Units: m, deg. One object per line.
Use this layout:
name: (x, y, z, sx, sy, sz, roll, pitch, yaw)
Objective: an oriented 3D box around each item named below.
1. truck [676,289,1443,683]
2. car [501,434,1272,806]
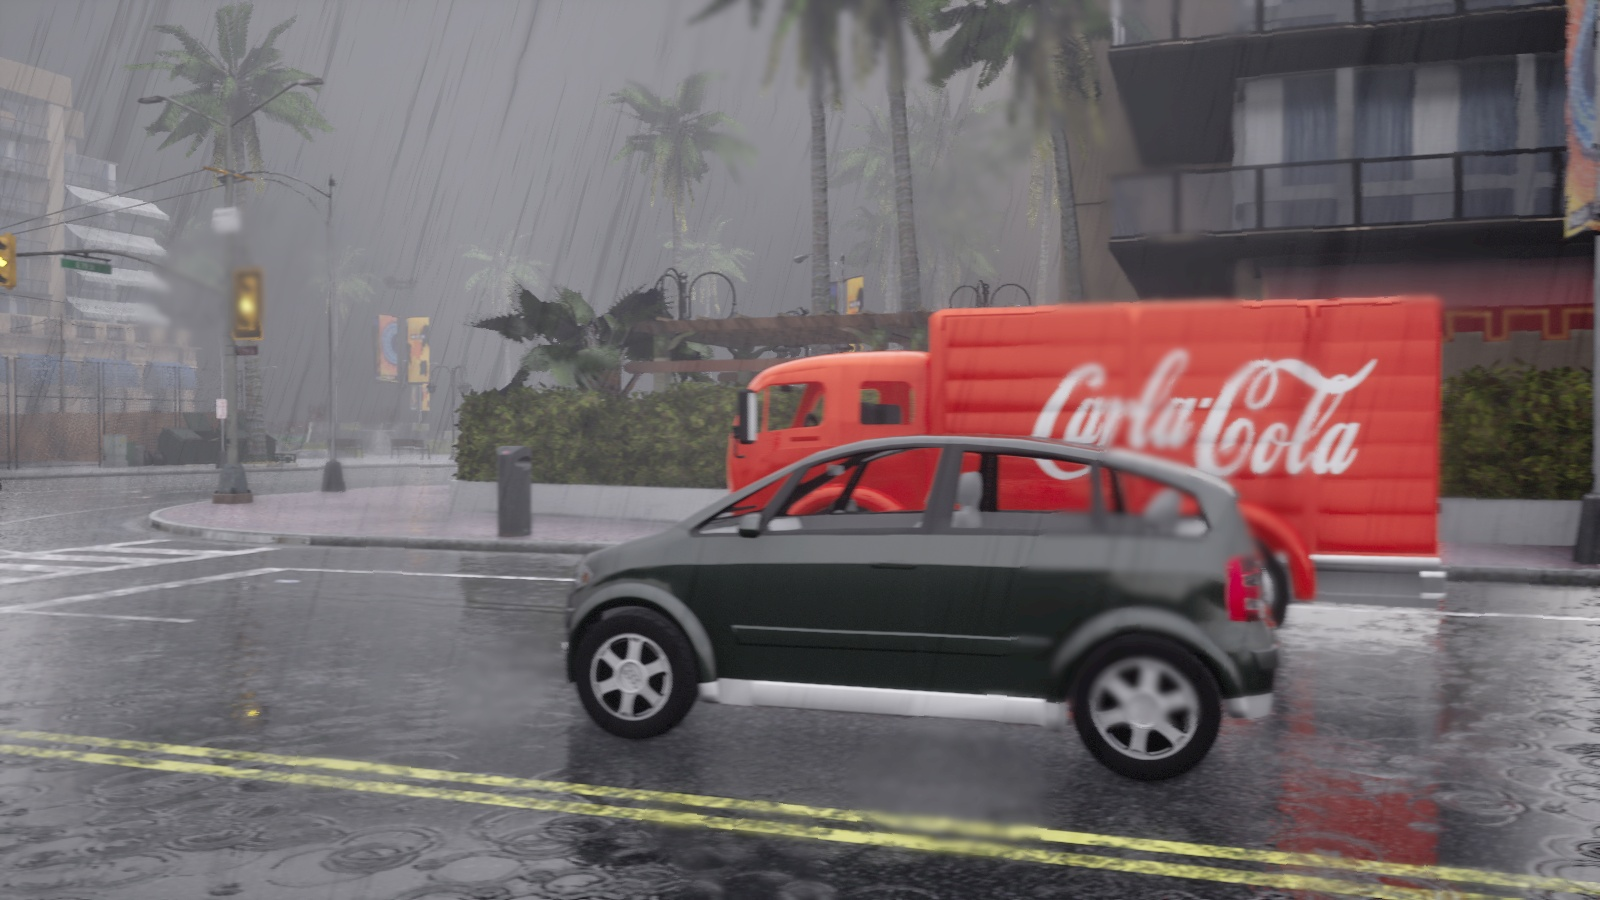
truck: (1.950, 0.188, 9.920, 5.204, 2.467, 2.627, 1, 1, 18)
car: (0.503, 0.699, 6.729, 3.705, 1.549, 1.789, 1, 1, 18)
